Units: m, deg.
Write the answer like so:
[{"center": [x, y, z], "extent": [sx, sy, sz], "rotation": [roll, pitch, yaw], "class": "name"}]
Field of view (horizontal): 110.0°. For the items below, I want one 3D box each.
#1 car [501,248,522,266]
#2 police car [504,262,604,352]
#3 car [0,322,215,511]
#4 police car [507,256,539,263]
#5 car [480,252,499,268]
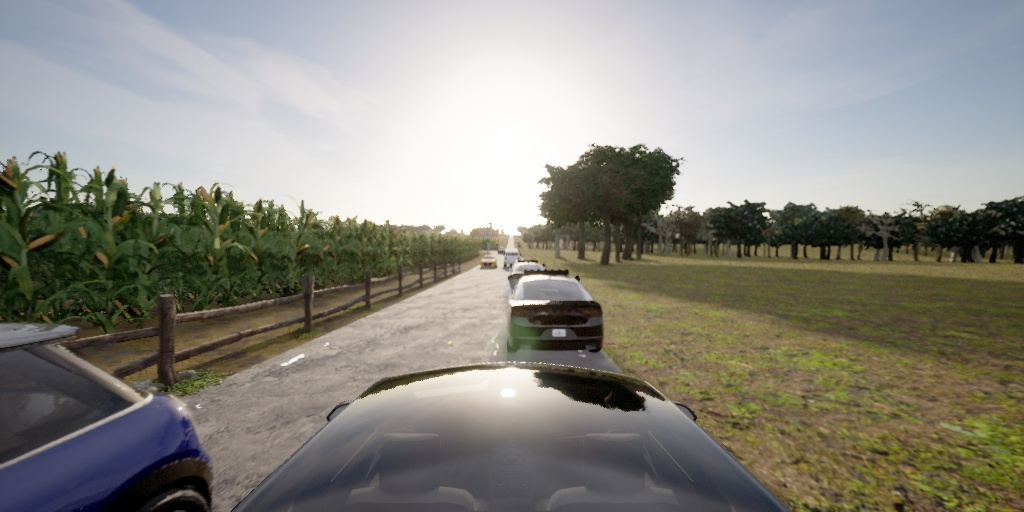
[{"center": [0.051, 0.350, 46.103], "extent": [2.150, 2.045, 5.566], "rotation": [0, 1, 1], "class": "car"}, {"center": [0.830, 1.125, 8.886], "extent": [1.930, 1.638, 5.238], "rotation": [0, 0, 0], "class": "police car"}, {"center": [-2.852, 1.109, 0.208], "extent": [2.097, 1.767, 4.553], "rotation": [0, 0, 0], "class": "car"}, {"center": [0.835, 1.020, 18.886], "extent": [1.930, 1.638, 5.238], "rotation": [0, 1, 0], "class": "police car"}, {"center": [-2.822, 0.651, 44.233], "extent": [1.882, 1.535, 5.008], "rotation": [0, 1, 0], "class": "car"}]
